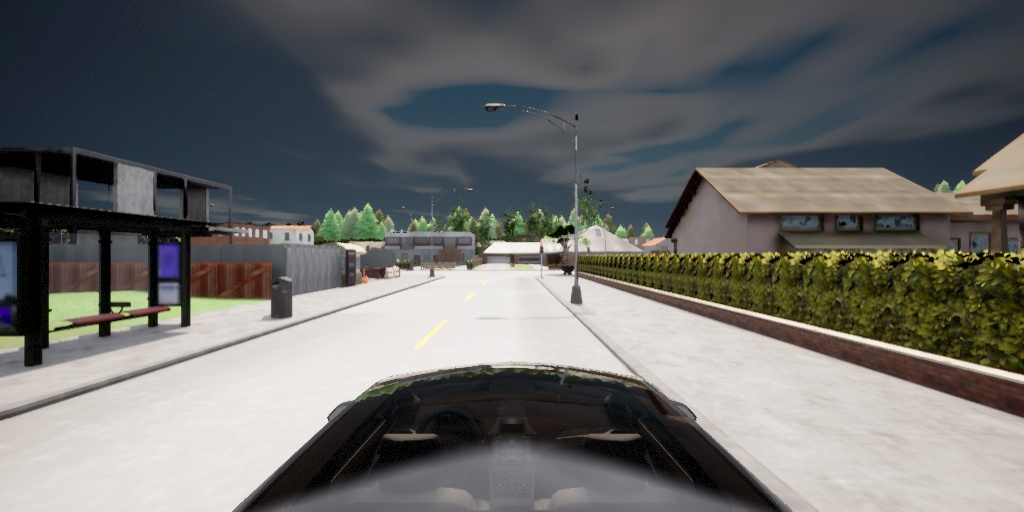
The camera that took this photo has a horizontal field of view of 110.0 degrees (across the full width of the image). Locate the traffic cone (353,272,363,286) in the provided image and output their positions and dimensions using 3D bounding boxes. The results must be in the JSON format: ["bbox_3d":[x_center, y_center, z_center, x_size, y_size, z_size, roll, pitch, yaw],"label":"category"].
[{"bbox_3d":[-10.391,1.525,24.313,0.344,0.586,0.344,0,0,0],"label":"traffic cone"}]

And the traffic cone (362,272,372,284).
[{"bbox_3d":[-9.671,1.555,23.793,0.344,0.586,0.344,0,0,0],"label":"traffic cone"}]
